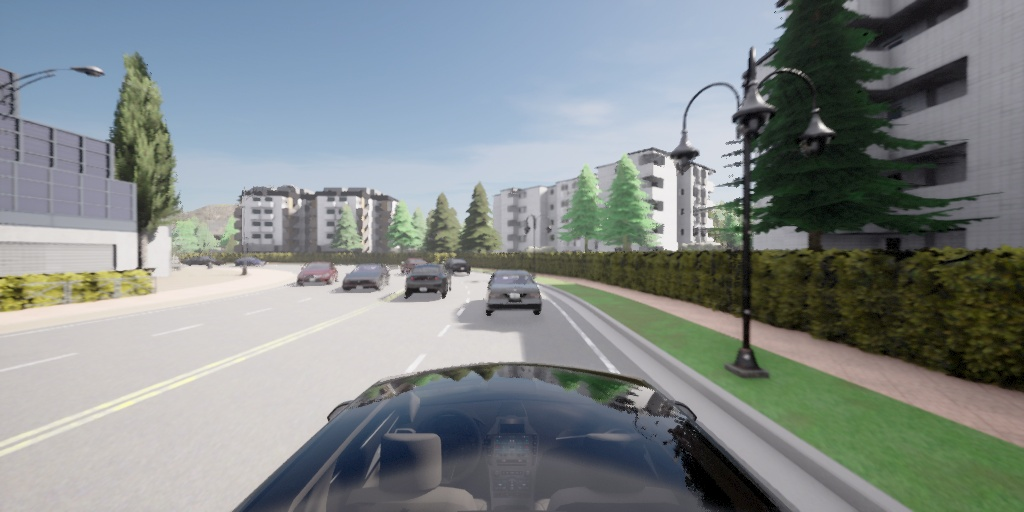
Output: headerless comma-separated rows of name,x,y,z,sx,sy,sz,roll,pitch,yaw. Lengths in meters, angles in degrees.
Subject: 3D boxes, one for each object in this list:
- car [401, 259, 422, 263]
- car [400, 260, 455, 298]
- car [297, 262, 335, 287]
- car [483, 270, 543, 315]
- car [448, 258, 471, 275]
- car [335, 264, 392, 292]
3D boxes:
car,-9.322,0.976,34.097,1.882,1.535,5.008,0,0,-28
car,-3.992,1.133,17.500,1.837,1.490,4.892,0,1,-6
car,-12.481,1.109,23.359,1.812,1.442,4.674,0,0,-18
car,-0.058,1.207,13.147,2.033,1.411,5.357,0,0,-3
car,-5.474,0.974,34.210,1.882,1.535,5.008,0,0,-26
car,-8.023,1.154,20.303,2.033,1.411,5.357,0,0,-11
